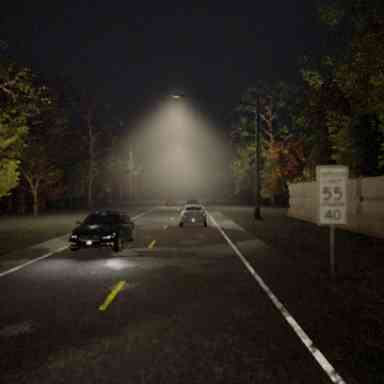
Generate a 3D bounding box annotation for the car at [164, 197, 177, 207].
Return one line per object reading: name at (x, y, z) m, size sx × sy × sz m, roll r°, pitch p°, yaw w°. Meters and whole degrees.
car at (-3.571, 1.630, 55.428) m, size 1.882 × 1.535 × 5.008 m, roll 0°, pitch 0°, yaw 0°

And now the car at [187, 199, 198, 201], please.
car at (0.091, 1.636, 42.078) m, size 1.837 × 1.490 × 4.892 m, roll 0°, pitch 0°, yaw 0°

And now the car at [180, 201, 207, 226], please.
car at (0.094, 1.612, 23.925) m, size 1.812 × 1.442 × 4.674 m, roll 0°, pitch 0°, yaw 0°

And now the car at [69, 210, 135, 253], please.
car at (-3.598, 1.551, 14.058) m, size 1.837 × 1.490 × 4.892 m, roll 1°, pitch -1°, yaw 0°
